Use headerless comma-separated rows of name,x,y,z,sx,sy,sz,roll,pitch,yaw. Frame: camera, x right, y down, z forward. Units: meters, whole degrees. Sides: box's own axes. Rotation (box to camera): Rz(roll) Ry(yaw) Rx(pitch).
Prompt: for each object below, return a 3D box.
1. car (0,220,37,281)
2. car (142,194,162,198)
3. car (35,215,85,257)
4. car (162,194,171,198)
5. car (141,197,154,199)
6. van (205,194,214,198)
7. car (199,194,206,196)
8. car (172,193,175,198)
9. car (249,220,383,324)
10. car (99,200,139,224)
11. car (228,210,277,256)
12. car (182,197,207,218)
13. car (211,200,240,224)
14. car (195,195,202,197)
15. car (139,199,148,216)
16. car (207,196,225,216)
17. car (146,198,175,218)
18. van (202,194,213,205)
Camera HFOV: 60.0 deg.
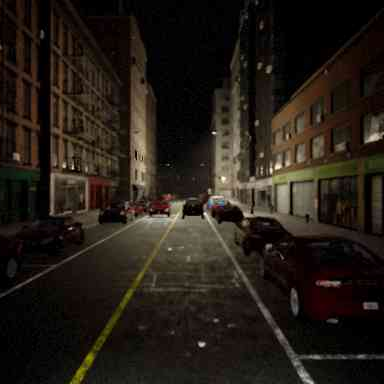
car,-5.391,1.543,7.140,1.887,1.381,4.507,0,0,0
car,-5.407,1.300,41.210,2.192,1.841,5.009,0,0,0
car,-5.394,1.579,12.818,1.802,1.307,4.206,0,0,0
car,-5.415,1.290,58.245,2.192,1.841,5.009,0,0,0
car,-5.405,1.553,35.532,1.947,1.339,4.313,0,0,0
van,2.628,1.328,35.530,1.690,1.788,3.998,0,0,0
car,2.623,1.293,52.566,2.192,1.841,5.009,0,0,0
car,-5.421,1.282,69.602,2.192,1.841,5.009,0,0,0
car,2.637,1.543,7.136,1.887,1.381,4.507,0,0,0
car,-5.400,1.432,24.175,1.967,1.590,4.097,0,0,0
car,2.635,1.578,12.814,1.802,1.307,4.206,0,0,0
car,0.095,1.467,29.666,1.882,1.535,5.008,0,0,0
car,2.631,1.536,24.173,1.887,1.381,4.507,0,0,0
car,0.092,1.508,44.712,1.812,1.442,4.674,0,0,0
car,-5.402,1.572,29.854,1.802,1.307,4.206,0,0,0
car,2.630,1.429,29.851,1.967,1.590,4.097,0,0,0
car,-2.820,1.515,30.655,1.812,1.442,4.674,0,0,0
van,2.621,1.315,58.246,1.690,1.788,3.998,0,0,0
